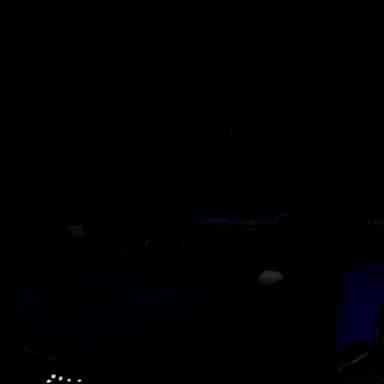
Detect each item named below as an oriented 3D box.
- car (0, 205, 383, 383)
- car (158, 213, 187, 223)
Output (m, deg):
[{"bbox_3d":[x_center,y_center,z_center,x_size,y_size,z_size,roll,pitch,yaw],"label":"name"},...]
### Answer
[{"bbox_3d":[0.693,1.222,4.160,5.566,2.045,2.150,0,0,-35],"label":"car"},{"bbox_3d":[-2.960,3.891,49.323,1.895,1.301,4.718,0,-5,-36],"label":"car"}]
